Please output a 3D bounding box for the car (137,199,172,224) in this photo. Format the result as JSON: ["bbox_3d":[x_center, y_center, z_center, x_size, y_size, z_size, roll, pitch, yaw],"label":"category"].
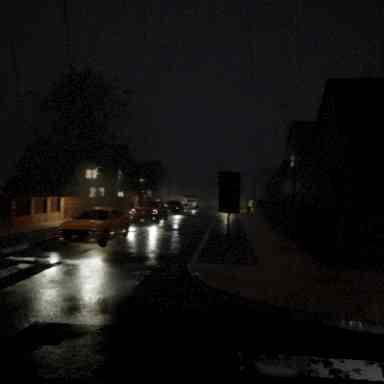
[{"bbox_3d":[-3.146,1.370,24.981,2.097,1.767,4.553,2,0,6],"label":"car"}]

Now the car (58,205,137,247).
[{"bbox_3d":[-4.222,1.439,15.125,1.882,1.535,5.008,2,0,6],"label":"car"}]

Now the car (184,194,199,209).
[{"bbox_3d":[-0.190,1.285,50.657,2.150,2.045,5.566,2,0,6],"label":"car"}]

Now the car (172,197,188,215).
[{"bbox_3d":[-1.967,1.630,35.589,1.812,1.442,4.674,2,0,7],"label":"car"}]
